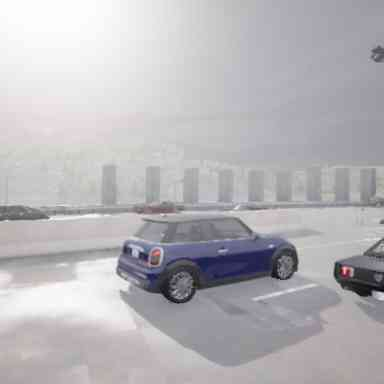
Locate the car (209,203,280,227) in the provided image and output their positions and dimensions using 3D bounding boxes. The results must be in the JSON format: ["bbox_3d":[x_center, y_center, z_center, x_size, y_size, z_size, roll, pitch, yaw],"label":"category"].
[{"bbox_3d":[3.636,1.508,22.790,4.718,1.301,1.895,0,0,-30],"label":"car"}]

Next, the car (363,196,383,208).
[{"bbox_3d":[25.467,1.340,45.027,4.892,1.490,1.837,-1,0,-22],"label":"car"}]

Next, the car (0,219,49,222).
[{"bbox_3d":[-10.406,1.417,17.996,4.892,1.490,1.837,0,0,-35],"label":"car"}]

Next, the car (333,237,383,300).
[{"bbox_3d":[5.264,1.575,7.160,4.718,1.301,1.895,0,0,-33],"label":"car"}]

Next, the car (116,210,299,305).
[{"bbox_3d":[0.562,1.317,8.241,4.553,1.767,2.097,0,0,-34],"label":"car"}]
